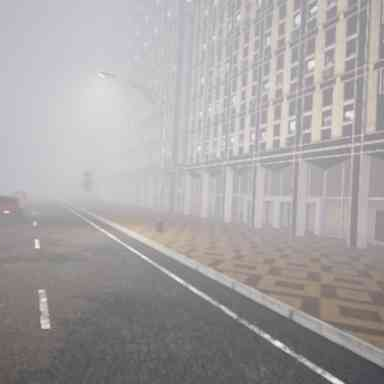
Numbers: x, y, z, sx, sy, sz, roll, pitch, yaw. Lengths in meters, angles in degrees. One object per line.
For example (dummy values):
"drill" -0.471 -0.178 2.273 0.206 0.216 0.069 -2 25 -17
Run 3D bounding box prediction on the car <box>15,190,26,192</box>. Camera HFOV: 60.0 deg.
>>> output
"car" -22.364 0.492 43.392 2.033 1.411 5.357 4 -1 -26

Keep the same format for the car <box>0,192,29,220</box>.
"car" -11.680 0.935 21.272 1.812 1.442 4.674 4 0 -26
